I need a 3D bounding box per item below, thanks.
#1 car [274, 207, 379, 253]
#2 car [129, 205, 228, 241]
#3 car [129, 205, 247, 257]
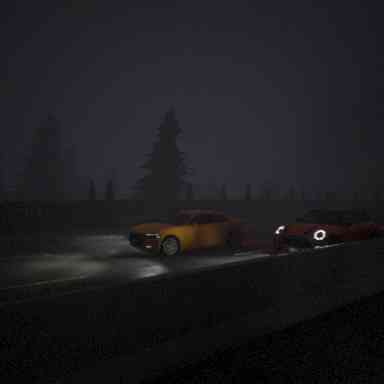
[{"bbox_3d":[5.162,1.409,12.588,4.553,1.767,2.097,1,0,-38],"label":"car"},{"bbox_3d":[-0.585,1.457,16.994,4.892,1.490,1.837,1,0,-38],"label":"car"},{"bbox_3d":[-0.009,1.448,13.015,5.008,1.535,1.882,1,0,-38],"label":"car"}]
